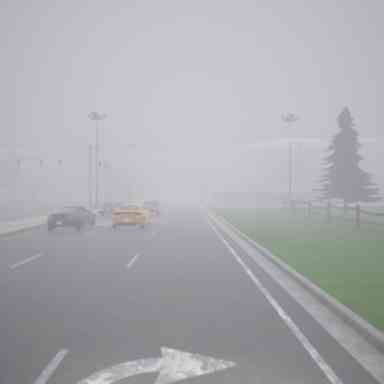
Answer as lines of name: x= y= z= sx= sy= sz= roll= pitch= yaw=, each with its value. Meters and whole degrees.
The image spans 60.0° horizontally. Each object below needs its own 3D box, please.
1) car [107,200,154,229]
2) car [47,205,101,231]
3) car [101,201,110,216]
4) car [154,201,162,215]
car: x=-3.817 y=1.482 z=21.560 sx=1.882 sy=1.535 sz=5.008 roll=0 pitch=-1 yaw=-1
car: x=-7.294 y=1.538 z=20.425 sx=1.812 sy=1.442 sz=4.674 roll=0 pitch=0 yaw=-1
car: x=-7.543 y=1.558 z=32.160 sx=2.033 sy=1.411 sz=5.357 roll=0 pitch=0 yaw=-1
car: x=-4.068 y=1.550 z=33.231 sx=2.033 sy=1.411 sz=5.357 roll=0 pitch=0 yaw=-1
